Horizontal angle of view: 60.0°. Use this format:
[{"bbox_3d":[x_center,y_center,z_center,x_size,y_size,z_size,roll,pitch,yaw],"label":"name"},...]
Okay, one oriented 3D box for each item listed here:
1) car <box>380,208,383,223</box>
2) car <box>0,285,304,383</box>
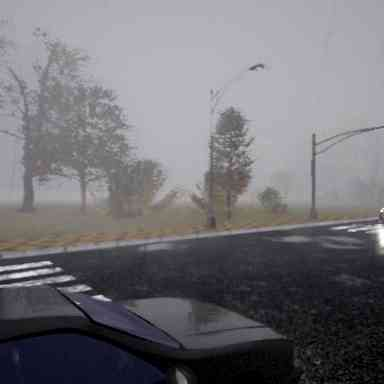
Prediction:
[{"bbox_3d":[14.782,1.215,22.698,4.553,1.767,2.097,0,1,-36],"label":"car"},{"bbox_3d":[-1.437,1.519,2.450,5.357,1.411,2.033,0,1,-38],"label":"car"}]
